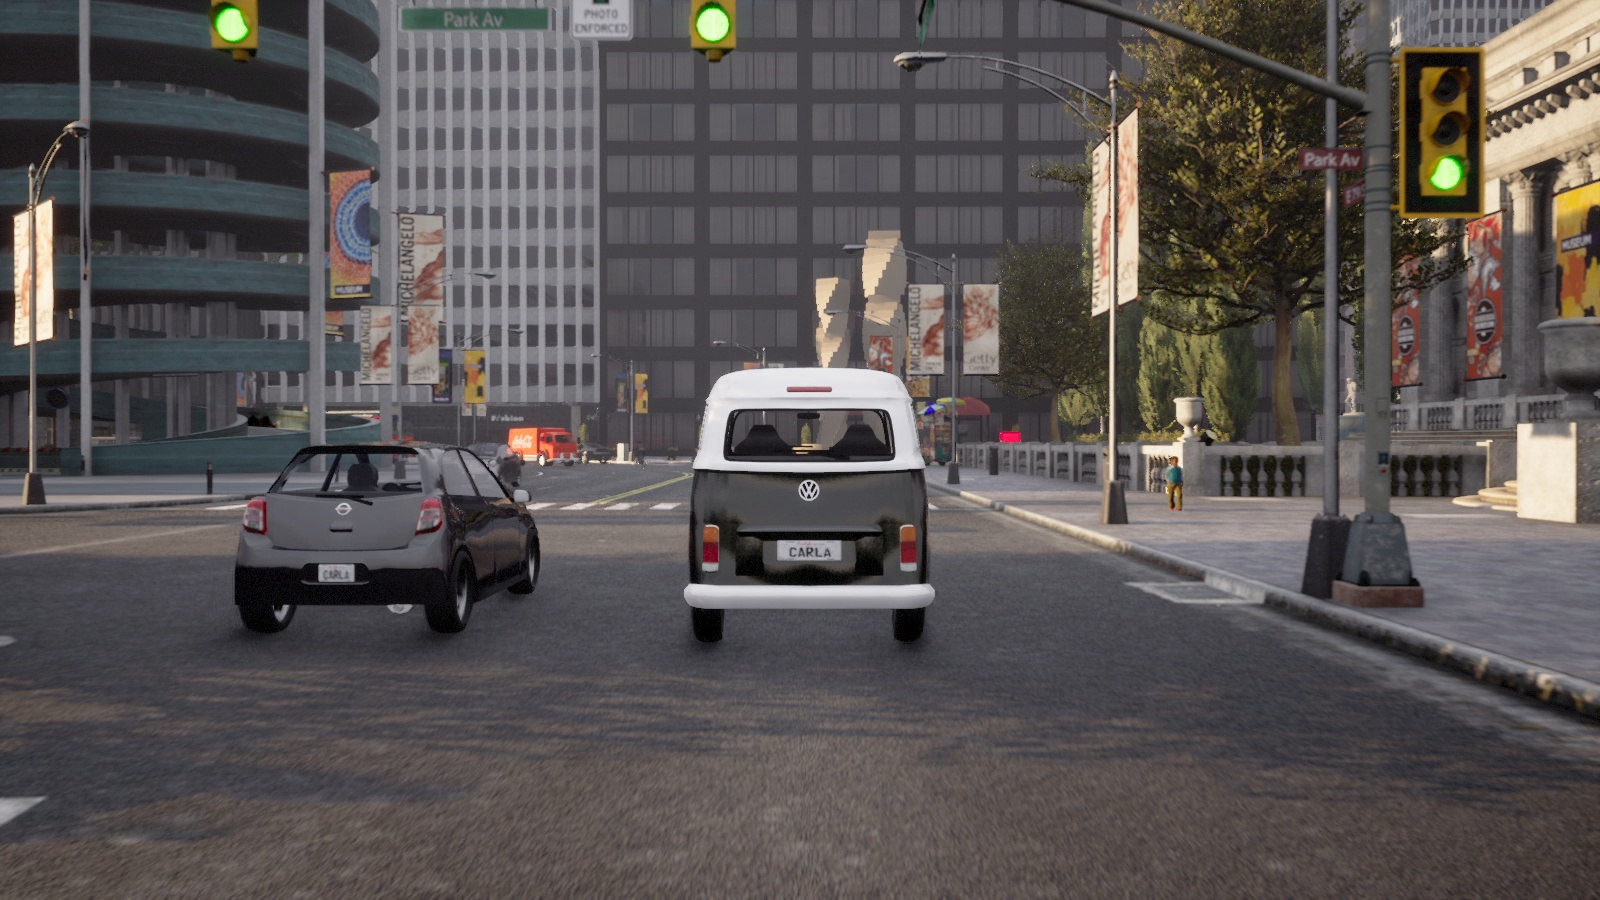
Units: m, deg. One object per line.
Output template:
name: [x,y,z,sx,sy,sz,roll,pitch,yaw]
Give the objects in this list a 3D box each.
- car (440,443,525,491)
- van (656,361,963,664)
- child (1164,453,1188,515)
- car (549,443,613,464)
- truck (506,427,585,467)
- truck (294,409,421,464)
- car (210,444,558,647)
car: [-10.260,0.522,40.817,1.845,1.501,3.633,0,0,0]
van: [0.076,0.410,10.693,2.069,2.038,4.480,0,0,0]
child: [7.321,0.651,24.456,0.343,1.192,0.448,0,0,1]
car: [-15.505,0.238,88.765,4.892,1.490,1.837,0,0,42]
truck: [-16.175,-0.203,79.638,2.627,2.467,5.204,0,0,-43]
truck: [-31.797,-0.953,90.223,8.468,3.827,2.891,0,0,16]
car: [-3.422,0.695,11.082,1.845,1.501,3.633,0,0,0]
